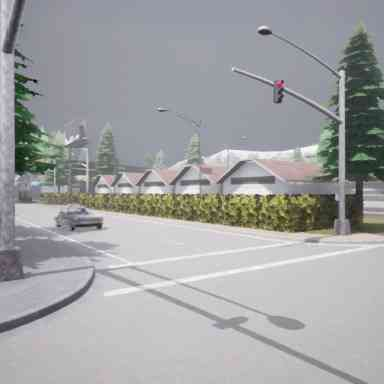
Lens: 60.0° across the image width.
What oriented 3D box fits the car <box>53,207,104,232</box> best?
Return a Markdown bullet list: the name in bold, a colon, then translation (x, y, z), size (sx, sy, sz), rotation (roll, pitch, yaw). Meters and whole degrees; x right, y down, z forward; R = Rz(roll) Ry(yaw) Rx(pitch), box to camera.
- **car**: translation (-7.124, 1.601, 20.658), size (1.895, 1.301, 4.718), rotation (0, 0, -36)
